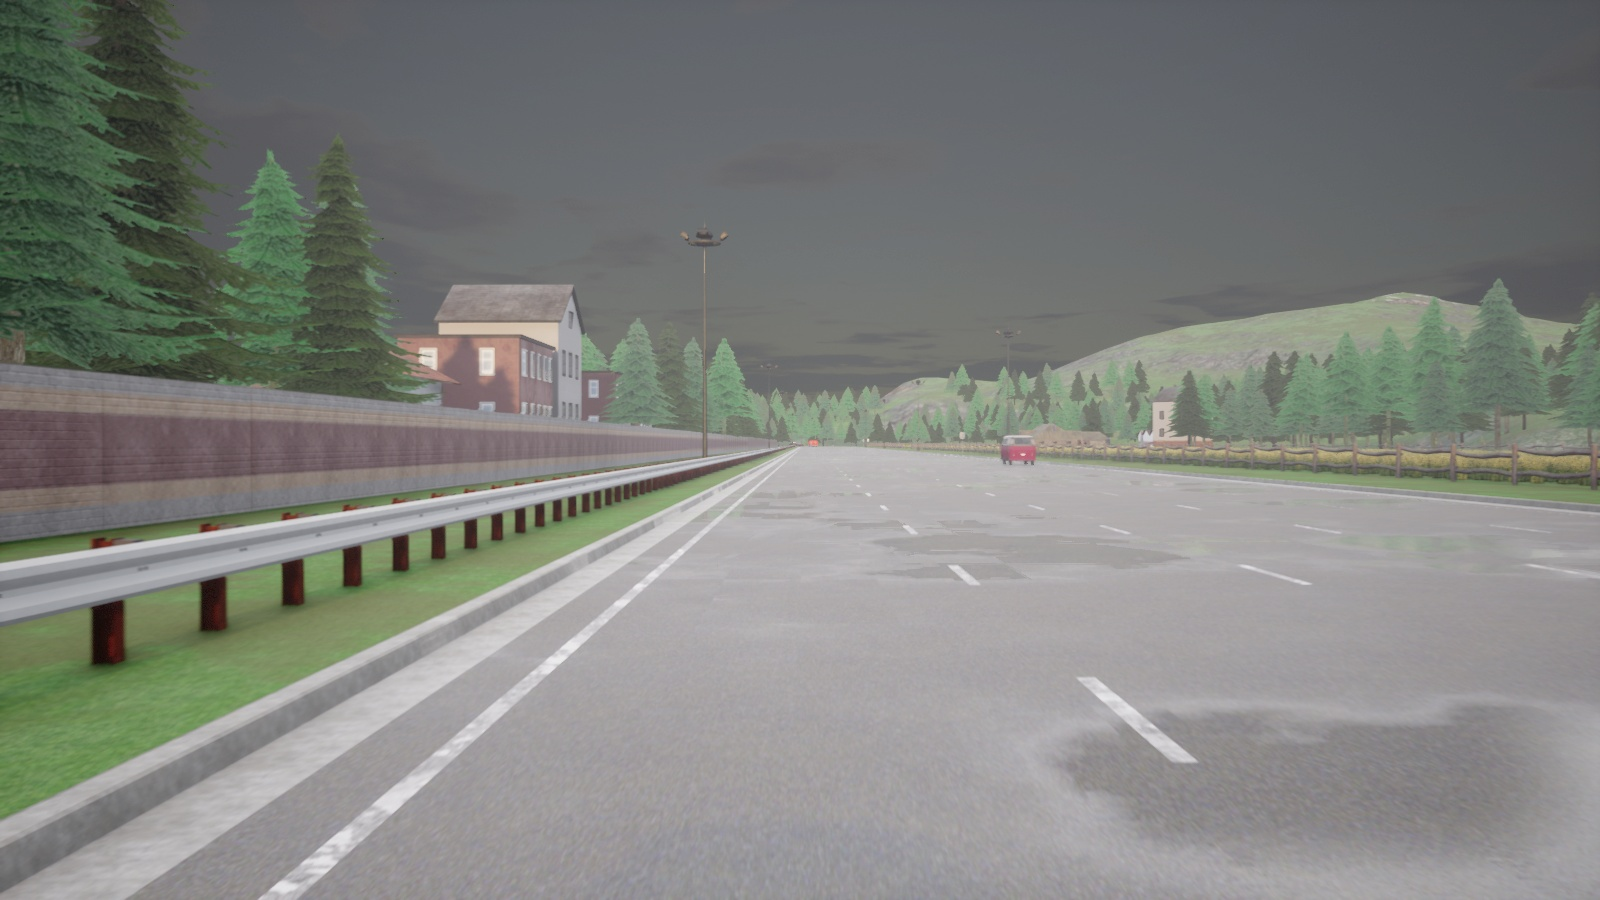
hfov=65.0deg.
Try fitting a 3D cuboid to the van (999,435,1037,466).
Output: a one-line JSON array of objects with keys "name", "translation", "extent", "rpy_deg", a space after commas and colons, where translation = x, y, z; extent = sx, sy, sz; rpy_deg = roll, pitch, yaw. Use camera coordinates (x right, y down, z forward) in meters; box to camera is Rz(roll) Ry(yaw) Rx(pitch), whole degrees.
[{"name": "van", "translation": [14.499, 0.038, 83.841], "extent": [1.775, 1.987, 4.442], "rpy_deg": [0, 0, 0]}]
